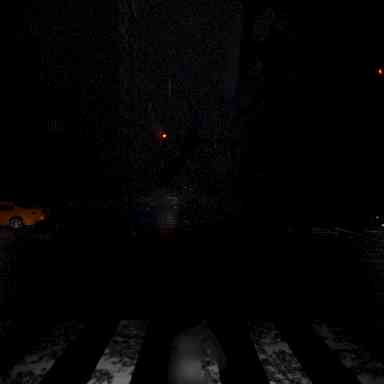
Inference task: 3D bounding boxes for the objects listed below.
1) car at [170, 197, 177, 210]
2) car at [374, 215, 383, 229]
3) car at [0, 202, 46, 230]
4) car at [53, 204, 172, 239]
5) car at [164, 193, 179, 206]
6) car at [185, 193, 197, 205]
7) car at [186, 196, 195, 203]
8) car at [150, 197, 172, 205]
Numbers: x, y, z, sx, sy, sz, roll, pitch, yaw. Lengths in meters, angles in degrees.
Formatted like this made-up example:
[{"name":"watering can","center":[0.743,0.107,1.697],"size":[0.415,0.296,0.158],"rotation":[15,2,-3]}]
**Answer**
[{"name":"car","center":[-3.261,1.592,41.610],"size":[1.895,1.301,4.718],"rotation":[0,0,0]},{"name":"car","center":[13.487,1.652,19.654],"size":[4.718,1.301,1.895],"rotation":[0,1,0]},{"name":"car","center":[-11.274,1.323,19.555],"size":[5.008,1.535,1.882],"rotation":[0,1,0]},{"name":"car","center":[-3.844,1.493,16.349],"size":[5.357,1.411,2.033],"rotation":[0,1,0]},{"name":"car","center":[-3.286,1.211,53.381],"size":[2.150,2.045,5.566],"rotation":[0,0,0]},{"name":"car","center":[-0.117,1.479,60.277],"size":[2.128,1.511,4.902],"rotation":[0,0,0]},{"name":"car","center":[-0.242,1.584,73.075],"size":[1.895,1.301,4.718],"rotation":[0,0,0]},{"name":"car","center":[-3.221,1.519,31.650],"size":[1.812,1.442,4.674],"rotation":[0,0,-1]}]
